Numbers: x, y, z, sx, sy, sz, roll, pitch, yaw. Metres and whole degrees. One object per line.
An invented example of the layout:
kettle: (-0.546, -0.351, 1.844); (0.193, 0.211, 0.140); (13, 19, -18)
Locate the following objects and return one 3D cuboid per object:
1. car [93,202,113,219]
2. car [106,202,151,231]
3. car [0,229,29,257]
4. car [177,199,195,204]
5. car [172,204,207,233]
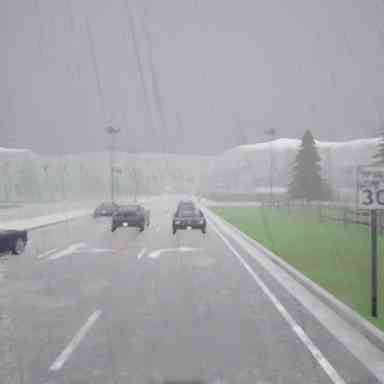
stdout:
car: (-7.453, 1.615, 29.881); (1.994, 1.385, 4.181); (0, 0, -1)
car: (-3.724, 1.540, 20.703); (1.837, 1.490, 4.892); (0, 0, -1)
car: (-6.994, 1.619, 10.307); (1.895, 1.301, 4.718); (0, 0, -1)
car: (-0.631, 1.554, 36.955); (2.128, 1.511, 4.902); (0, 0, -1)
car: (-0.200, 1.635, 19.851); (1.895, 1.301, 4.718); (0, 0, -1)
